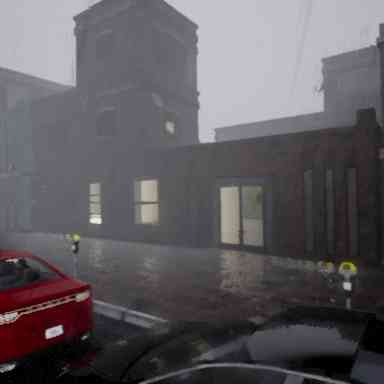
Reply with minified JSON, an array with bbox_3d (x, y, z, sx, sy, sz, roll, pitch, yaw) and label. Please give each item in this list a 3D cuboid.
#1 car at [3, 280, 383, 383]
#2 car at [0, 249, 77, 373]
[{"bbox_3d":[0.739,1.574,2.357,4.313,1.339,1.947,-1,-1,36],"label":"car"},{"bbox_3d":[-3.511,1.615,5.399,4.507,1.381,1.887,-1,-1,36],"label":"car"}]
